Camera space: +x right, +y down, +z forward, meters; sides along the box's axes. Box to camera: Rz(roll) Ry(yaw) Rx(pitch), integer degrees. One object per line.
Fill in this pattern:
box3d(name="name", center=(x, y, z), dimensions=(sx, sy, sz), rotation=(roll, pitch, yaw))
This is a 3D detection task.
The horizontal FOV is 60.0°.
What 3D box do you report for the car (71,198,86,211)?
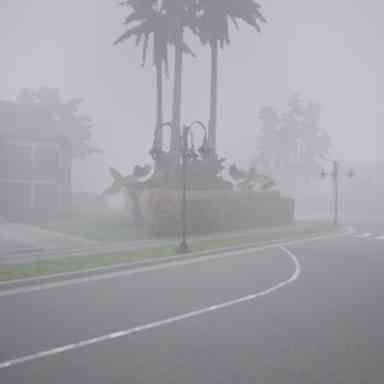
box3d(name="car", center=(-15.186, 1.376, 39.949), dimensions=(4.605, 1.855, 1.932), rotation=(0, 0, -43))
